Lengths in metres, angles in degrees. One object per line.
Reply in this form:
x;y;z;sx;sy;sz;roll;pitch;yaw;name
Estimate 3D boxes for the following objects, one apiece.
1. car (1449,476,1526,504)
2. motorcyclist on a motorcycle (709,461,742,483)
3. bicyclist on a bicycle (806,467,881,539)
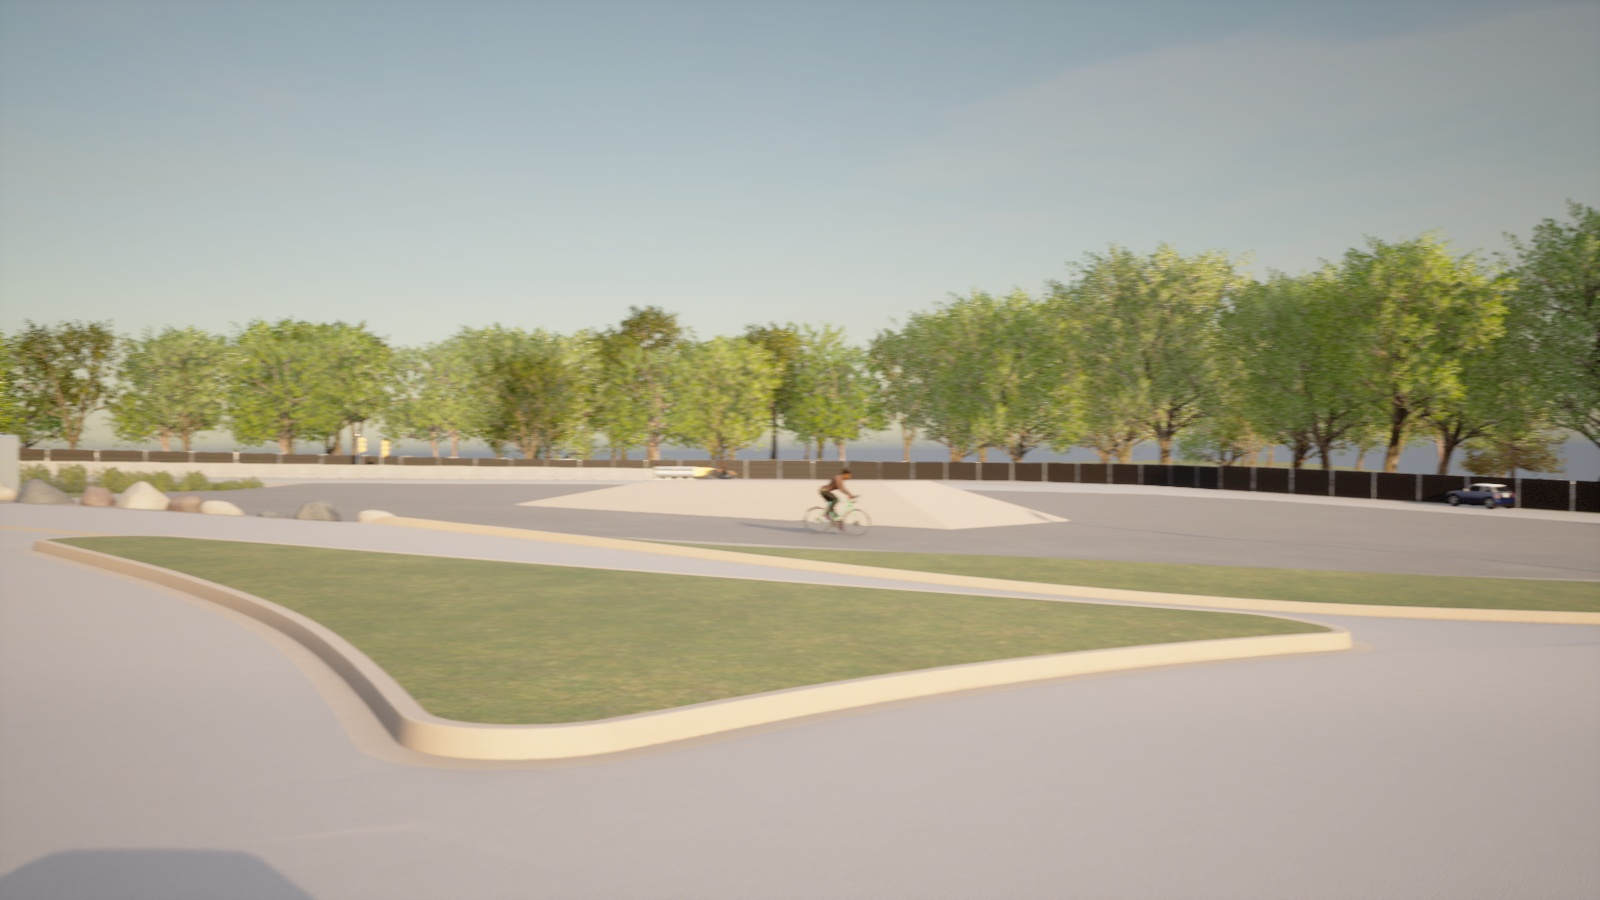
42.829;2.473;78.320;1.970;1.475;3.806;-1;2;-22;car
-5.499;1.621;92.723;2.350;1.649;0.766;0;0;-26;motorcyclist on a motorcycle
1.046;1.263;30.181;1.656;1.620;0.582;2;0;16;bicyclist on a bicycle
